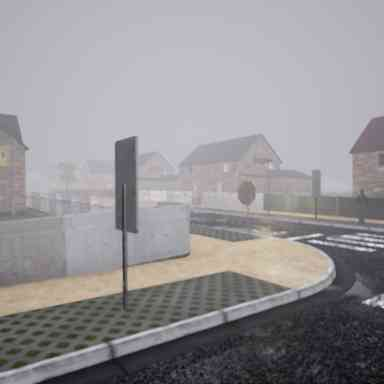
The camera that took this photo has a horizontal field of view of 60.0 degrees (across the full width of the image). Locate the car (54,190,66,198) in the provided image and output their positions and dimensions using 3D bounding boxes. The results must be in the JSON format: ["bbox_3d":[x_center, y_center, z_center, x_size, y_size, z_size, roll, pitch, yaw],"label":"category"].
[{"bbox_3d":[-22.120,0.413,56.390,1.994,1.385,4.181,-1,1,-36],"label":"car"}]

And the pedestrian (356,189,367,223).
[{"bbox_3d":[9.139,0.765,17.963,0.375,1.860,0.375,1,-1,-36],"label":"pedestrian"}]

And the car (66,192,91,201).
[{"bbox_3d":[-16.266,0.580,48.270,1.895,1.301,4.718,-1,1,-36],"label":"car"}]
